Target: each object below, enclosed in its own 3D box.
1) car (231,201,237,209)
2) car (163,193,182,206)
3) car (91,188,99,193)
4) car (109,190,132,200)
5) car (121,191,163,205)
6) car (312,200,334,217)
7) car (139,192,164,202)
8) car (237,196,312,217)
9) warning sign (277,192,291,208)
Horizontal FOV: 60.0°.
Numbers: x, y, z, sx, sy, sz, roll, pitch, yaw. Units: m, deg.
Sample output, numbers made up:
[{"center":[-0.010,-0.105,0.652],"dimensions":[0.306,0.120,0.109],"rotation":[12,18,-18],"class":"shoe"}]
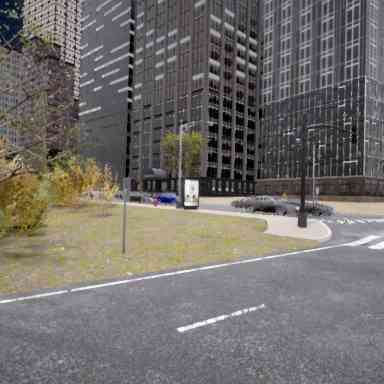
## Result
[{"center":[6.197,1.217,35.766],"dimensions":[1.994,1.385,4.181],"rotation":[3,-1,-39],"class":"car"},{"center":[-2.322,0.841,40.648],"dimensions":[1.882,1.535,5.008],"rotation":[3,-1,-40],"class":"car"},{"center":[-15.036,0.312,55.306],"dimensions":[2.150,2.045,5.566],"rotation":[3,-1,-42],"class":"car"},{"center":[-13.627,0.505,63.391],"dimensions":[2.097,1.767,4.553],"rotation":[3,-1,-43],"class":"car"},{"center":[-6.098,0.701,40.068],"dimensions":[2.128,1.511,4.902],"rotation":[3,-1,-41],"class":"car"},{"center":[9.090,1.215,27.017],"dimensions":[1.812,1.442,4.674],"rotation":[3,-1,-42],"class":"car"},{"center":[-6.800,0.865,55.896],"dimensions":[1.812,1.442,4.674],"rotation":[3,-1,-41],"class":"car"},{"center":[6.114,1.048,25.207],"dimensions":[2.128,1.511,4.902],"rotation":[3,-1,-36],"class":"car"},{"center":[10.961,0.989,39.546],"dimensions":[1.300,1.860,1.060],"rotation":[2,-1,-40],"class":"warning sign"}]
